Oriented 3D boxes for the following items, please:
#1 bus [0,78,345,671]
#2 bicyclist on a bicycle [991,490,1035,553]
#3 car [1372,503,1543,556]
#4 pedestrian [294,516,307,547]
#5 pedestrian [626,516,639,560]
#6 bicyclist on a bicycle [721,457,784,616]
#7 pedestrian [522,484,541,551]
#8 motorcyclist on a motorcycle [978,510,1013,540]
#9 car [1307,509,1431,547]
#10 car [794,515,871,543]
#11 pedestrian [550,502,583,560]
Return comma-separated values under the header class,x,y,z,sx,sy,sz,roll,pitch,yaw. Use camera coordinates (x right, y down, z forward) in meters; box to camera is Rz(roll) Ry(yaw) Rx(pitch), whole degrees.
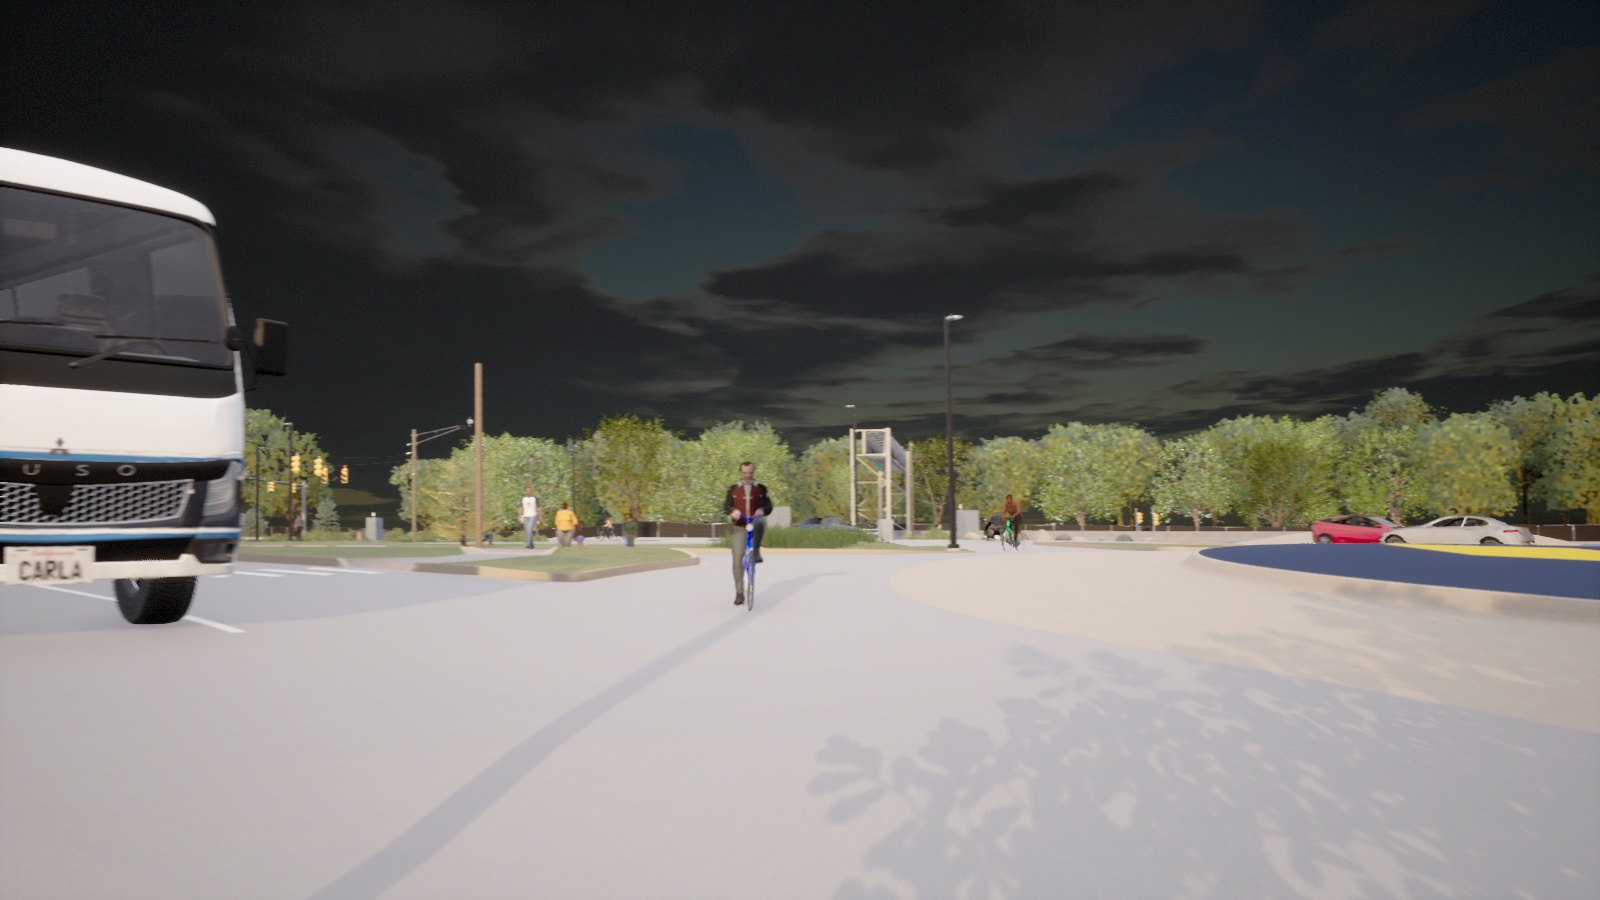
class,x,y,z,sx,sy,sz,roll,pitch,yaw
bus,-9.152,-0.461,12.899,10.273,4.253,3.944,-1,-3,42
bicyclist on a bicycle,5.844,1.990,34.413,0.582,1.620,1.656,-5,-8,30
car,23.809,2.865,45.630,2.152,1.651,5.027,8,-7,-41
pedestrian,-30.141,4.938,75.830,0.540,1.848,0.694,2,-5,-41
pedestrian,-7.129,3.730,53.507,0.353,1.847,0.614,-2,-4,6
bicyclist on a bicycle,-0.596,1.021,15.108,0.659,1.776,1.843,-1,-3,-4
pedestrian,-7.501,1.898,35.120,0.354,1.836,0.706,-2,-4,1
motorcyclist on a motorcycle,10.348,3.985,66.588,0.866,1.590,1.817,1,-4,-30
car,24.967,3.416,55.220,2.007,1.525,4.514,5,-5,-39
car,1.763,4.364,69.120,1.816,1.474,4.193,2,-4,-42
pedestrian,-7.642,2.666,41.205,0.874,1.855,0.900,-2,-4,1
